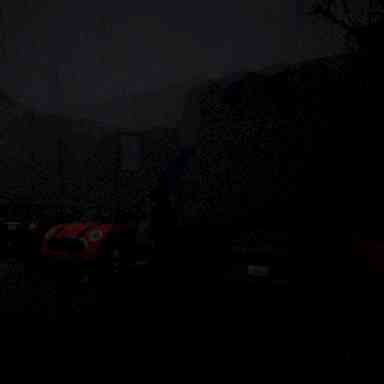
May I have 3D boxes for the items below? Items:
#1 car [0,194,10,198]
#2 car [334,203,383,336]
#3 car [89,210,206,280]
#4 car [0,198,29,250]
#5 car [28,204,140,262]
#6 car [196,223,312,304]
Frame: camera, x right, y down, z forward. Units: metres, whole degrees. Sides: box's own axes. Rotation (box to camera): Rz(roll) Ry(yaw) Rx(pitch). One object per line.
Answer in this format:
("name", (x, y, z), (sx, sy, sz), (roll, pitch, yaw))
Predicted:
("car", (-10.418, 1.075, 16.926), (2.435, 2.045, 5.566), (0, -1, 15))
("car", (4.255, 1.234, 6.483), (2.435, 2.045, 5.566), (1, 0, 15))
("car", (-0.637, 1.426, 9.940), (2.231, 1.521, 4.892), (1, 0, 15))
("car", (-5.542, 1.245, 13.386), (2.185, 1.767, 4.553), (0, 0, 15))
("car", (-3.073, 1.272, 11.706), (2.185, 1.767, 4.553), (1, 0, 15))
("car", (1.805, 1.484, 8.224), (2.163, 1.488, 4.792), (1, 0, 15))
